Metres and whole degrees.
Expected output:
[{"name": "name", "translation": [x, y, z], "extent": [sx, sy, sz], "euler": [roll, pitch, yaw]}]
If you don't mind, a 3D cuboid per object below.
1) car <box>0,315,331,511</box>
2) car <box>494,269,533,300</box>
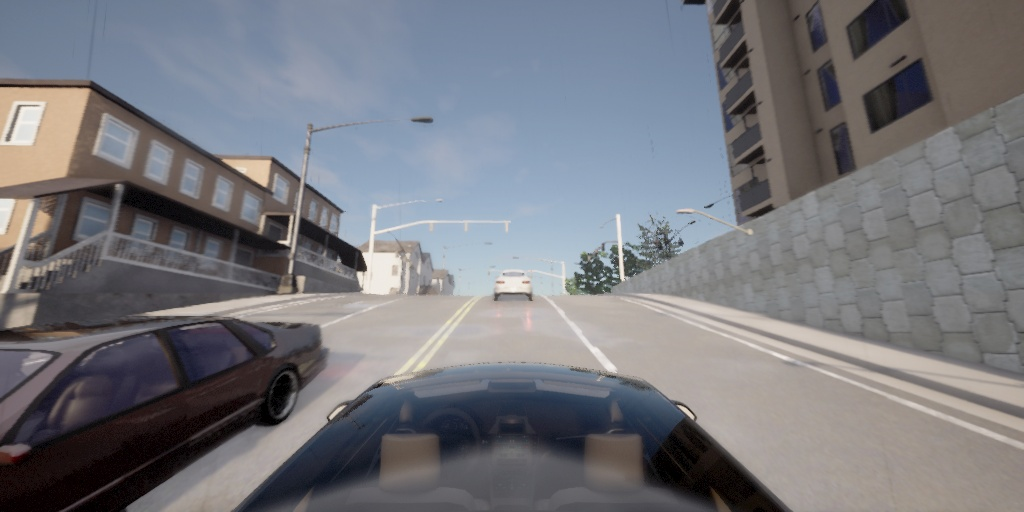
[{"name": "car", "translation": [-3.590, 1.278, 2.923], "extent": [2.033, 1.411, 5.357], "euler": [0, 0, 0]}, {"name": "car", "translation": [0.071, 1.404, 18.052], "extent": [1.812, 1.442, 4.674], "euler": [0, -3, 0]}]
